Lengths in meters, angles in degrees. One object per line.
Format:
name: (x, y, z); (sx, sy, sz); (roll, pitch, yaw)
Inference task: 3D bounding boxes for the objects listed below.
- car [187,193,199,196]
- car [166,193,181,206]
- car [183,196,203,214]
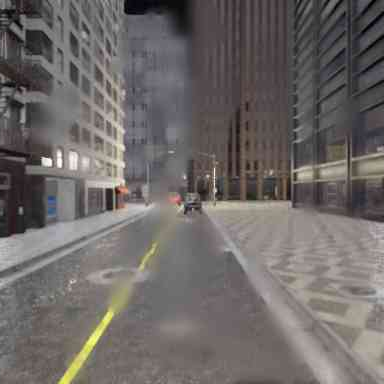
car: (0.092, 1.172, 49.120); (2.150, 2.045, 5.566); (0, 0, -3)
car: (-2.986, 1.154, 54.777); (2.150, 2.045, 5.566); (0, 0, 0)
car: (0.109, 1.471, 34.625); (1.837, 1.490, 4.892); (0, -1, 0)
